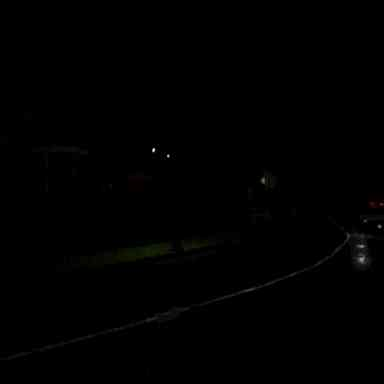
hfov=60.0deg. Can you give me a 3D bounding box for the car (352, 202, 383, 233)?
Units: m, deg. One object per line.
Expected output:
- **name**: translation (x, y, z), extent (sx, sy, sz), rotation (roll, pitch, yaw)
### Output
- **car**: translation (10.676, 1.540, 19.756), extent (1.812, 1.442, 4.674), rotation (0, 0, 20)

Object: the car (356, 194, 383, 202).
- **car**: translation (17.777, 1.243, 32.885), extent (2.150, 2.045, 5.566), rotation (0, 0, 12)
